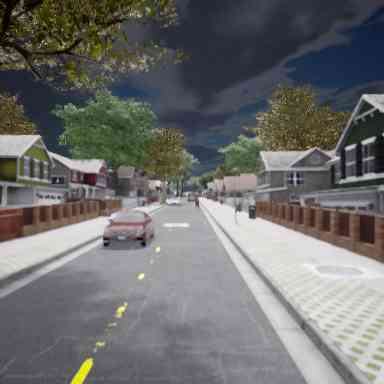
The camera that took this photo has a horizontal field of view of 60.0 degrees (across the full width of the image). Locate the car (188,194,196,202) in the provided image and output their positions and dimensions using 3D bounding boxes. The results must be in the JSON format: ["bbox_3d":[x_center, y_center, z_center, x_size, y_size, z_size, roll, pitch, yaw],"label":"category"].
[{"bbox_3d":[-0.011,1.661,77.589,1.994,1.385,4.181,0,0,0],"label":"car"}]

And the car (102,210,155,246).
[{"bbox_3d":[-2.852,1.616,15.811,1.812,1.442,4.674,0,0,0],"label":"car"}]

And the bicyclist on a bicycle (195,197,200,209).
[{"bbox_3d":[0.750,1.602,47.757,0.582,1.620,1.656,0,0,0],"label":"bicyclist on a bicycle"}]

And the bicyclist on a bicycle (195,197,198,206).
[{"bbox_3d":[0.749,1.618,56.763,0.582,1.620,1.656,0,0,0],"label":"bicyclist on a bicycle"}]

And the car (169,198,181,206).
[{"bbox_3d":[-2.812,1.691,57.346,1.812,1.442,4.674,0,0,0],"label":"car"}]
